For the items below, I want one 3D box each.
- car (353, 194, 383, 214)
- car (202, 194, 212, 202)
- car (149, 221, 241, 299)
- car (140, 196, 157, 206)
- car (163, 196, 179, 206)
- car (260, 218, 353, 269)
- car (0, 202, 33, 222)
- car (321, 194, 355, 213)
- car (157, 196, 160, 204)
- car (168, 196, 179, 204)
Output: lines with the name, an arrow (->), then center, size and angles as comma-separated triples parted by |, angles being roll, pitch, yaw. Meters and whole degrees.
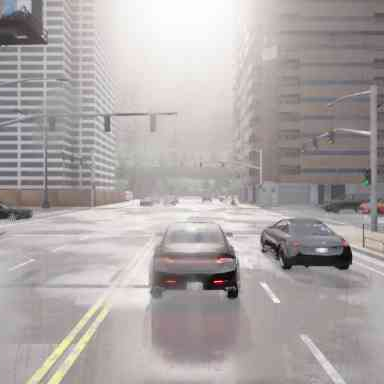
car -> 18.977, 1.352, 32.996 | 4.553, 1.767, 2.097 | 0, 0, 0
car -> 3.406, 1.355, 76.835 | 2.097, 1.767, 4.553 | 0, 0, 0
car -> 0.055, 1.492, 8.462 | 2.128, 1.511, 4.902 | 0, 0, 0
car -> -7.161, 1.526, 53.298 | 1.812, 1.442, 4.674 | 0, 0, 1
car -> -3.656, 1.492, 55.092 | 2.128, 1.511, 4.902 | 0, 0, 0
car -> 3.566, 1.564, 11.112 | 1.994, 1.385, 4.181 | 0, 0, 0
car -> -15.064, 1.478, 25.953 | 5.008, 1.535, 1.882 | 0, 0, 0
car -> 17.152, 1.221, 36.516 | 5.566, 2.045, 2.150 | 0, 0, 0
car -> -7.132, 1.526, 63.211 | 1.812, 1.442, 4.674 | 0, 0, 1
car -> -3.624, 1.505, 65.031 | 1.837, 1.490, 4.892 | 0, 0, 0
